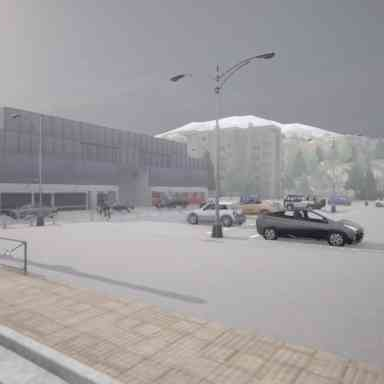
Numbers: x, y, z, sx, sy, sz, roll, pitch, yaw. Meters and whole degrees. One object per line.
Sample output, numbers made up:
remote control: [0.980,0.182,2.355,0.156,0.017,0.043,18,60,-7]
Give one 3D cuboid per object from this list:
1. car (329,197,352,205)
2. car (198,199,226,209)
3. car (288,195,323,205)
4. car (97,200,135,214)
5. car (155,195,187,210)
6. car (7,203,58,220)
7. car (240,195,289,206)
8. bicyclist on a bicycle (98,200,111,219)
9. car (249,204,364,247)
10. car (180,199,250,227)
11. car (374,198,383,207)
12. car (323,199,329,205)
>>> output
car: [24.601,1.565,55.445,3.633,1.501,1.845,0,0,35]
car: [2.948,1.777,48.780,1.895,1.301,4.718,0,0,35]
car: [12.380,1.268,37.767,3.866,1.878,1.905,0,0,35]
car: [-8.805,1.667,38.616,2.128,1.511,4.902,0,0,35]
car: [-2.776,1.397,47.067,2.150,2.045,5.566,0,0,36]
car: [-14.562,1.739,30.518,1.994,1.385,4.181,0,0,35]
car: [4.971,1.345,27.337,5.027,1.636,2.152,0,0,35]
bicyclist on a bicycle: [-7.316,1.477,27.796,1.656,1.620,0.582,0,0,35]
car: [5.143,1.490,14.850,4.514,1.523,2.007,0,0,35]
car: [1.518,1.424,21.918,3.806,1.475,1.970,0,0,35]
car: [28.925,1.576,48.718,3.806,1.475,1.970,0,0,35]
car: [13.727,1.289,40.375,4.605,1.855,1.932,0,0,35]
